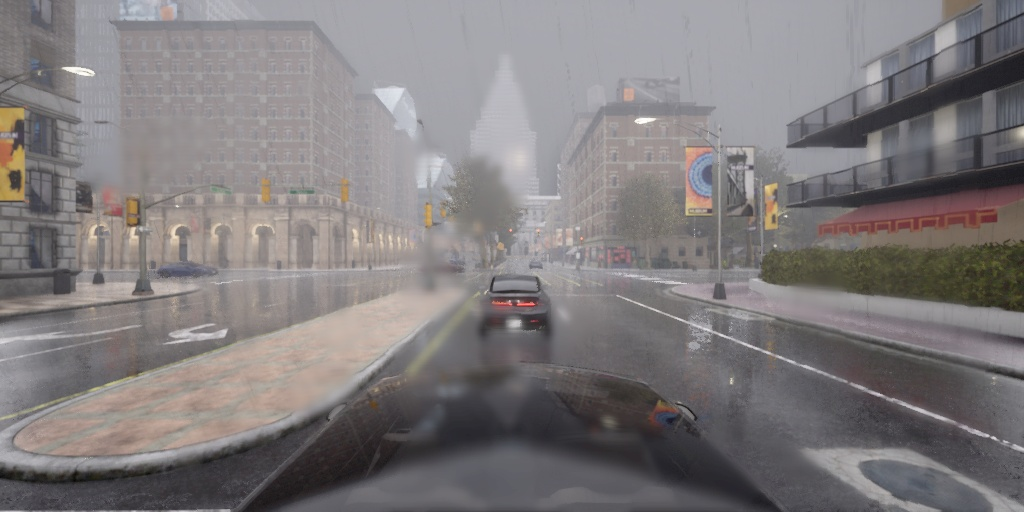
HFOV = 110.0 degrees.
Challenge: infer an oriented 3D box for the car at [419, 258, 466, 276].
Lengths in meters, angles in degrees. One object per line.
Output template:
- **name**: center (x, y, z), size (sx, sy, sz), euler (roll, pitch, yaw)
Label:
- **car**: center (-7.253, 1.261, 37.201), size (4.674, 1.442, 1.812), euler (0, 0, -28)

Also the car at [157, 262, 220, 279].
- **car**: center (-29.085, 1.263, 32.265), size (4.674, 1.442, 1.812), euler (0, 0, 0)

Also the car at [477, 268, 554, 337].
- **car**: center (0.096, 1.251, 10.292), size (1.837, 1.490, 4.892), euler (0, 0, 0)

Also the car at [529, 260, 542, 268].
- **car**: center (3.697, 1.291, 56.819), size (1.994, 1.385, 4.181), euler (0, 0, 1)

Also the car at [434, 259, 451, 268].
- **car**: center (-11.443, 1.204, 59.623), size (1.882, 1.535, 5.008), euler (0, 0, 0)

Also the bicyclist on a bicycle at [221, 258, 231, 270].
- **bicyclist on a bicycle**: center (-37.198, 1.032, 46.708), size (0.582, 1.620, 1.656), euler (0, 0, 0)
